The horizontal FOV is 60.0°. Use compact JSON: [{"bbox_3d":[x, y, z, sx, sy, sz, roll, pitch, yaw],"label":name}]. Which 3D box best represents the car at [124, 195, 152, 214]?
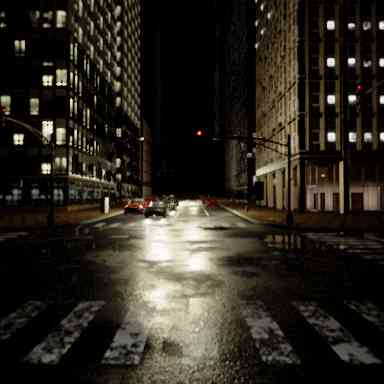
[{"bbox_3d":[-5.623,1.429,33.835,1.967,1.590,4.097,1,0,0],"label":"car"}]

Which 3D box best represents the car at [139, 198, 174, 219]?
[{"bbox_3d":[-3.051,1.538,29.694,2.033,1.411,5.357,0,0,0],"label":"car"}]

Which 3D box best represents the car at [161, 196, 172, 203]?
[{"bbox_3d":[-5.566,1.522,72.861,1.887,1.381,4.507,1,0,0],"label":"car"}]

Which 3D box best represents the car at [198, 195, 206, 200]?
[{"bbox_3d":[2.848,1.517,95.231,1.887,1.381,4.507,1,0,0],"label":"car"}]

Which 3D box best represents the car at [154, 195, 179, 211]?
[{"bbox_3d":[-3.026,1.338,40.625,2.097,1.767,4.553,0,0,1],"label":"car"}]

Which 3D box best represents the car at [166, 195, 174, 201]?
[{"bbox_3d":[-5.549,1.519,84.012,1.887,1.381,4.507,1,0,0],"label":"car"}]

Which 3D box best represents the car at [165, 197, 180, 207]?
[{"bbox_3d":[-3.010,1.530,52.295,2.033,1.411,5.357,0,0,0],"label":"car"}]

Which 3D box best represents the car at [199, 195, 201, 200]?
[{"bbox_3d":[2.797,1.546,61.768,1.947,1.339,4.313,1,0,0],"label":"car"}]

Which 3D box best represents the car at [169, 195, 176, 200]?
[{"bbox_3d":[-5.533,1.538,95.162,1.947,1.339,4.313,1,0,0],"label":"car"}]

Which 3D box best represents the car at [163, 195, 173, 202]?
[{"bbox_3d":[-5.558,1.527,78.437,2.008,1.369,4.403,1,0,0],"label":"car"}]

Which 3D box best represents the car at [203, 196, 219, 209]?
[{"bbox_3d":[2.771,1.567,45.035,1.802,1.307,4.206,1,0,0],"label":"car"}]

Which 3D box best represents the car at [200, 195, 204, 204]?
[{"bbox_3d":[2.790,1.507,56.361,1.752,1.417,4.829,1,0,0],"label":"car"}]

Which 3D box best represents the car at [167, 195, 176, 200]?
[{"bbox_3d":[-5.541,1.524,89.587,2.008,1.369,4.403,1,0,0],"label":"car"}]

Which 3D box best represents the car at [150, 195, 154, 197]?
[{"bbox_3d":[-5.604,1.301,44.986,2.192,1.841,5.009,1,0,0],"label":"car"}]
